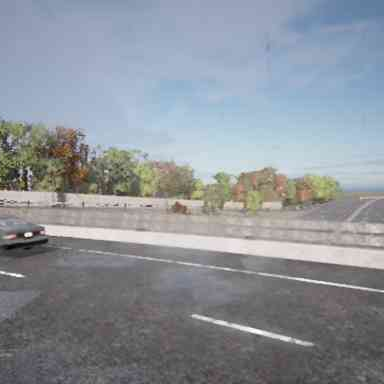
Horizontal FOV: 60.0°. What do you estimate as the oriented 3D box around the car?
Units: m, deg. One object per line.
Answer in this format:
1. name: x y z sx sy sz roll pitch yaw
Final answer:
1. car: -7.919 1.536 12.761 5.357 1.411 2.033 0 0 28
